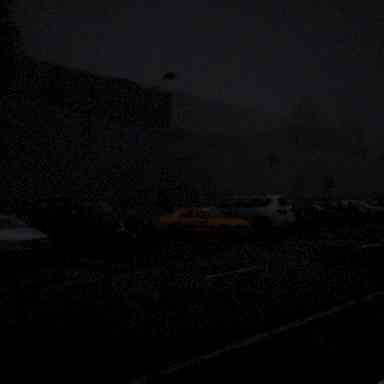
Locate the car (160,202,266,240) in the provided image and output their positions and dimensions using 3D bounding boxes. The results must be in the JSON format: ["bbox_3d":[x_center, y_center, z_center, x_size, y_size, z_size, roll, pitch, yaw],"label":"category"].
[{"bbox_3d":[0.681,1.463,16.832,5.366,1.575,1.946,-1,-1,35],"label":"car"}]

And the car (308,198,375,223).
[{"bbox_3d":[10.288,1.243,23.923,4.553,1.767,2.185,-1,-1,35],"label":"car"}]

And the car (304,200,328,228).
[{"bbox_3d":[5.394,1.458,20.431,4.792,1.488,2.163,-1,0,35],"label":"car"}]

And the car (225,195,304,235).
[{"bbox_3d":[2.948,1.200,18.692,5.566,2.045,2.435,-1,0,35],"label":"car"}]

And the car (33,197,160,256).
[{"bbox_3d":[-4.338,1.241,13.441,5.566,2.045,2.435,-1,-1,35],"label":"car"}]

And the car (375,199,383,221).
[{"bbox_3d":[12.759,1.372,25.646,4.674,1.452,2.002,-1,-1,35],"label":"car"}]

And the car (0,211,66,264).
[{"bbox_3d":[-6.813,1.532,11.712,4.674,1.452,2.002,-1,-1,35],"label":"car"}]

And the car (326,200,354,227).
[{"bbox_3d":[7.872,1.444,22.166,4.674,1.452,2.002,-1,-1,35],"label":"car"}]
